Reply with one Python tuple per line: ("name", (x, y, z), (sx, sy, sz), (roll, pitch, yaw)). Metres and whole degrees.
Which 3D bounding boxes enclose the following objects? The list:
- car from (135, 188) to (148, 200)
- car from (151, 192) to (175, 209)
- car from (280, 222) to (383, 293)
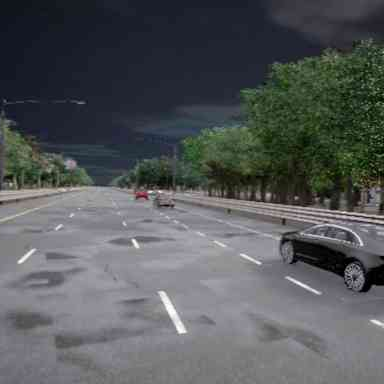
("car", (-9.358, 0.366, 61.814), (2.150, 2.045, 5.566), (2, 1, -11))
("car", (-3.265, 1.099, 37.827), (2.033, 1.411, 5.357), (2, 1, -15))
("car", (4.256, 1.570, 9.229), (2.128, 1.511, 4.902), (2, 1, -15))
